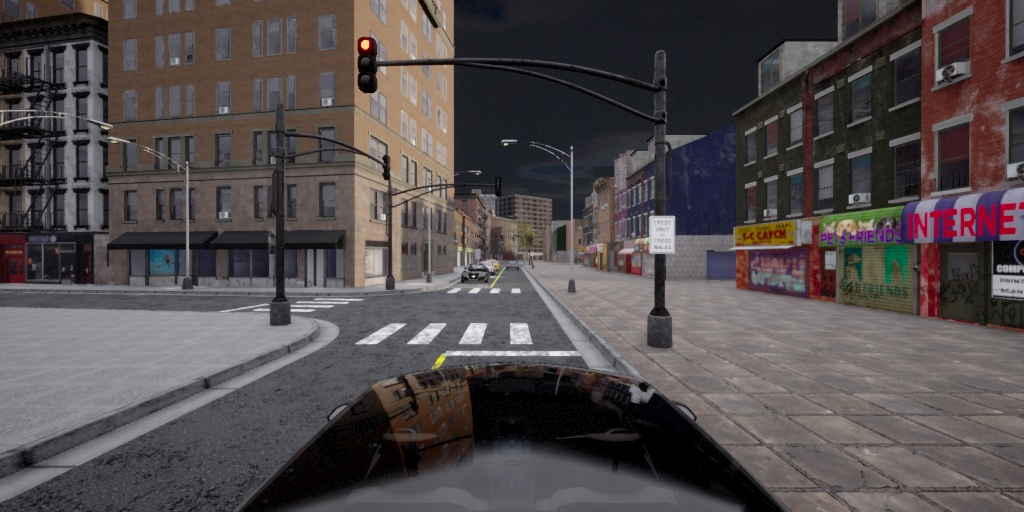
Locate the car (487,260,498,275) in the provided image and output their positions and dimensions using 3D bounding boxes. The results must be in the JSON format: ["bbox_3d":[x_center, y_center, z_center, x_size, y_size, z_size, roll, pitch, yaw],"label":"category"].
[{"bbox_3d":[-2.778,1.282,38.086,1.812,1.442,4.674,0,0,0],"label":"car"}]

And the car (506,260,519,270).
[{"bbox_3d":[0.102,1.310,52.801,2.033,1.411,5.357,0,0,0],"label":"car"}]

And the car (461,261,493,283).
[{"bbox_3d":[-2.798,1.317,28.176,1.994,1.385,4.181,0,0,0],"label":"car"}]
